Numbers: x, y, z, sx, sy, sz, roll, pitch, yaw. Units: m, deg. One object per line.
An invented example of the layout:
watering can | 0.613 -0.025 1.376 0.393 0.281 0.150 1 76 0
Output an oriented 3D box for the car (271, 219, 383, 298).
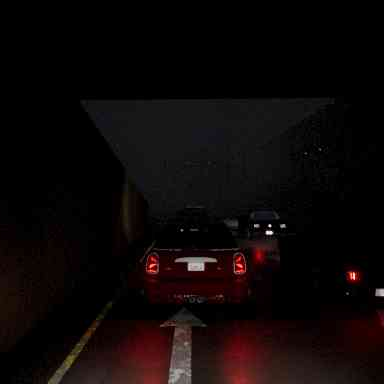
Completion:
car | 3.603 1.601 8.471 1.895 1.301 4.718 0 0 0

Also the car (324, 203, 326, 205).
car | 17.516 1.453 39.950 2.038 1.542 4.974 0 0 45

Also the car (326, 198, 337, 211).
car | 17.414 1.453 35.343 2.038 1.542 4.974 0 0 -35

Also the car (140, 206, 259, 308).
car | 0.079 1.352 8.055 2.097 1.767 4.553 0 0 0

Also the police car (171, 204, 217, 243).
police car | 0.087 1.504 17.180 2.038 1.542 4.974 0 0 0

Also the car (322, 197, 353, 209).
car | 17.553 1.295 39.987 1.853 1.218 4.536 0 0 45

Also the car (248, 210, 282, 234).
car | 3.591 1.601 17.628 1.895 1.301 4.718 0 0 0
